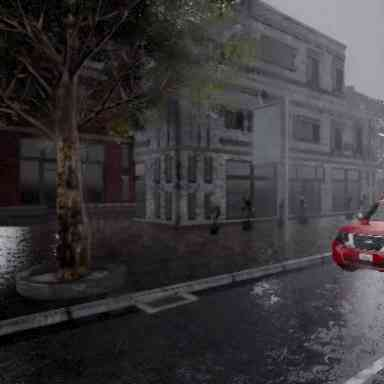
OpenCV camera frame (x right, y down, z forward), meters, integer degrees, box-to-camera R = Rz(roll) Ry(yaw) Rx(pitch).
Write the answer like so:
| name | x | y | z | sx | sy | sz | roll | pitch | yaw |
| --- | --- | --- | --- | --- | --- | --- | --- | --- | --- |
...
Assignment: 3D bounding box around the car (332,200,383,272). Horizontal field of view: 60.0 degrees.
| name | x | y | z | sx | sy | sz | roll | pitch | yaw |
| --- | --- | --- | --- | --- | --- | --- | --- | --- | --- |
| car | 6.344 | 1.182 | 9.582 | 5.566 | 2.045 | 2.150 | 0 | 0 | -37 |
